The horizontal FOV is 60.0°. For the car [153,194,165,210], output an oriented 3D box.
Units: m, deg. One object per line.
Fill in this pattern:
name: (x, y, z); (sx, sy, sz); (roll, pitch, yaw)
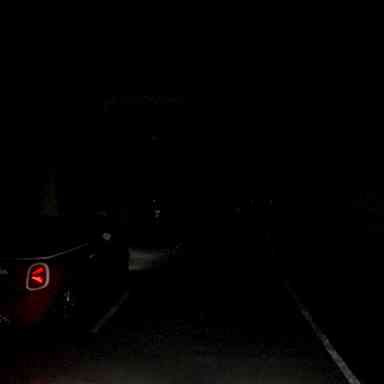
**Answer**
car: (-2.588, 0.985, 36.474); (2.097, 1.767, 4.553); (0, 1, 22)

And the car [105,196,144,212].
car: (-6.950, 1.161, 34.866); (1.812, 1.442, 4.674); (0, 1, 21)

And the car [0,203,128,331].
car: (-2.854, 1.273, 6.969); (2.097, 1.767, 4.553); (0, 1, 5)

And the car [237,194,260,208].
car: (7.119, 0.966, 41.425); (2.097, 1.767, 4.553); (0, 1, 21)

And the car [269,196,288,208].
car: (10.813, 1.175, 41.285); (2.033, 1.411, 5.357); (0, 1, 21)
